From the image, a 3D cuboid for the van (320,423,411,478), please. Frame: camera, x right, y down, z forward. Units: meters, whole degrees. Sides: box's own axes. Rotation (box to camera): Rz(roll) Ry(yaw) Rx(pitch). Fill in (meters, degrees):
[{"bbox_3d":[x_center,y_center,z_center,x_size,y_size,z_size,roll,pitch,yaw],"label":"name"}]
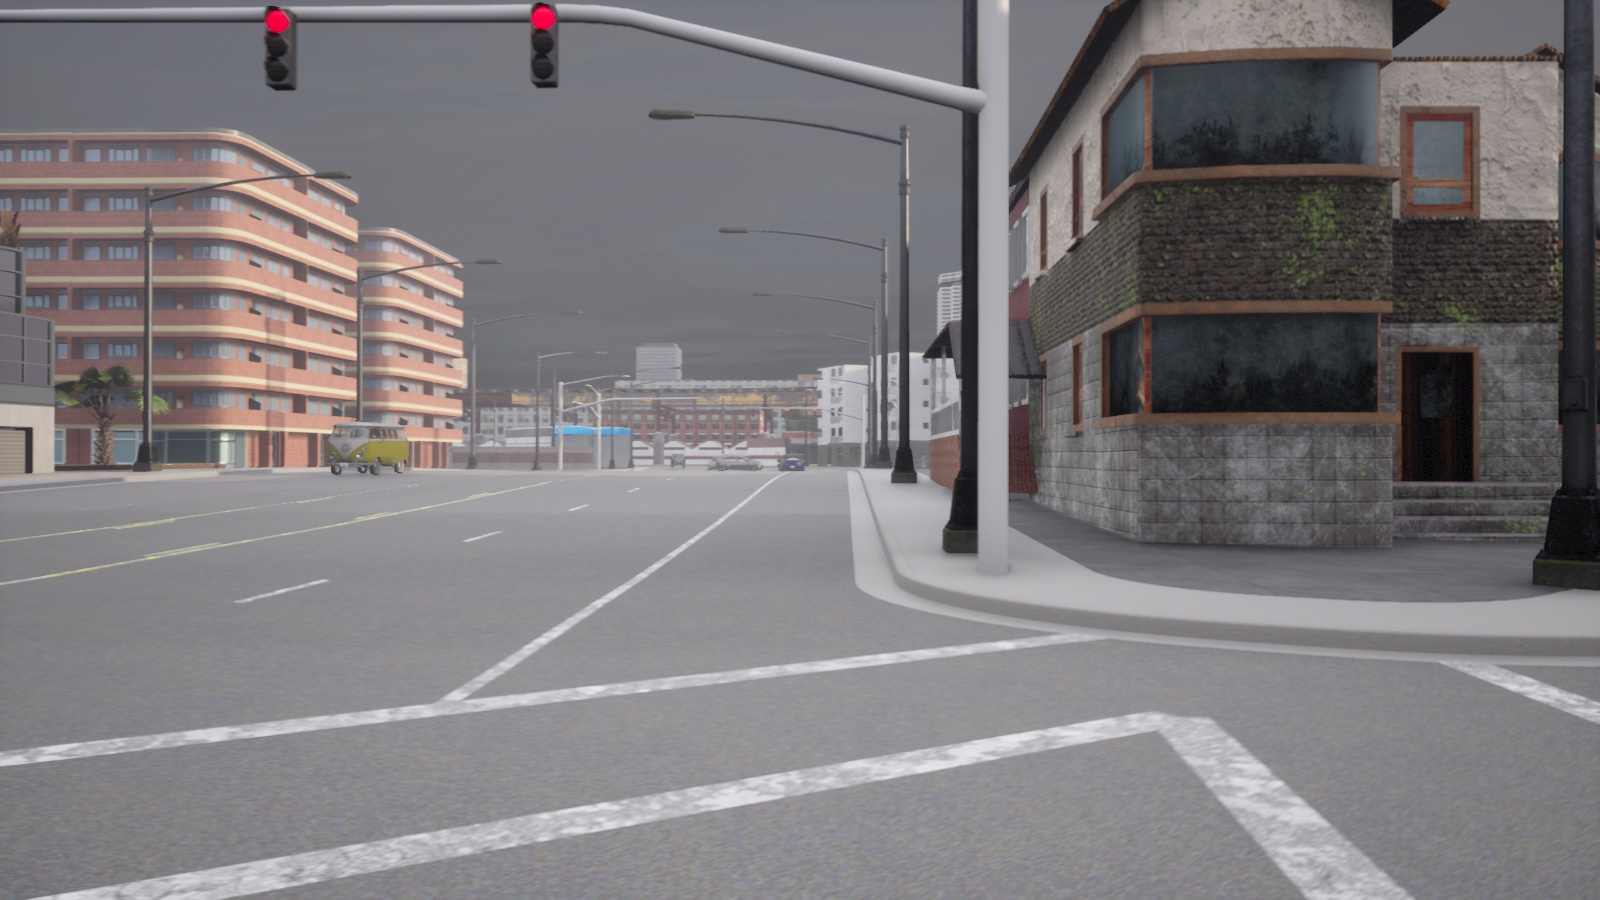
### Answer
[{"bbox_3d":[-16.413,0.010,47.716,1.775,1.987,4.442,0,0,2],"label":"van"}]
